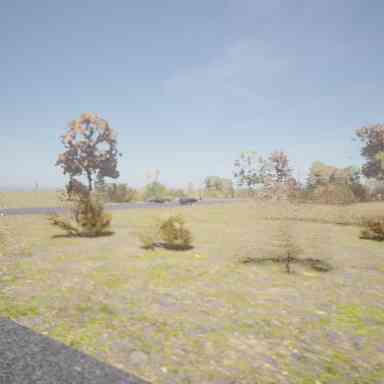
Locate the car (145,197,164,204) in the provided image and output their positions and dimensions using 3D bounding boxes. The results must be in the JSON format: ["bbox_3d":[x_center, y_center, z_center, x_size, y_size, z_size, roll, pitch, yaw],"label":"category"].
[{"bbox_3d":[-7.457,1.650,66.380,1.812,1.442,4.674,0,1,34],"label":"car"}]

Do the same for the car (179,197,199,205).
[{"bbox_3d":[-0.499,1.637,64.226,2.128,1.511,4.902,0,0,33],"label":"car"}]
